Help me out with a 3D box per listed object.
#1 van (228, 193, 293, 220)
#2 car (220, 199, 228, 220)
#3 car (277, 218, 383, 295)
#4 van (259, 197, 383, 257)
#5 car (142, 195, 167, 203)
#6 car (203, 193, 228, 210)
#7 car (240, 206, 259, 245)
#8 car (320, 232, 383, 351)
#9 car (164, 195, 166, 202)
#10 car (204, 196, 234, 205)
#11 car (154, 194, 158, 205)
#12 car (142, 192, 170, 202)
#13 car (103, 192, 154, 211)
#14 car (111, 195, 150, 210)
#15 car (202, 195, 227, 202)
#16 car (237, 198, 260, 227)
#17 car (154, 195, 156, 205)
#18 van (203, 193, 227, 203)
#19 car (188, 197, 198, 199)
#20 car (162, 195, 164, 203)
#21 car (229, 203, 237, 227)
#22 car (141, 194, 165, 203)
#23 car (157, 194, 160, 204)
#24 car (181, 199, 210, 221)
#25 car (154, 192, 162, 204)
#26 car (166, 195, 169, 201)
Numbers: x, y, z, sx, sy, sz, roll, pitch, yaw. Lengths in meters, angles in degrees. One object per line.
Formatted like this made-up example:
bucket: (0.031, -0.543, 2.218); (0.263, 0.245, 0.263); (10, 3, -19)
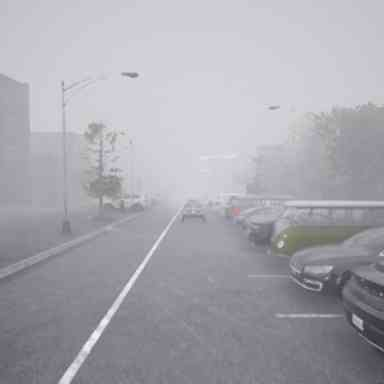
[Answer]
van: (4.766, 1.223, 21.233); (4.442, 1.987, 1.878); (0, 0, 0)
car: (4.677, 1.474, 24.029); (4.792, 1.488, 2.163); (0, 0, 0)
car: (4.655, 1.470, 7.265); (4.892, 1.521, 2.231); (0, 0, 0)
van: (4.533, 1.239, 10.058); (4.442, 1.987, 1.878); (0, 0, 0)
car: (-7.687, 1.352, 68.323); (5.008, 1.535, 2.097); (0, 1, 0)
car: (4.621, 1.156, 49.169); (5.566, 2.045, 2.435); (0, 0, 0)
car: (4.644, 1.460, 12.977); (5.008, 1.535, 2.097); (0, 0, 0)
car: (4.643, 1.474, 4.471); (4.892, 1.521, 2.231); (0, 0, 0)
car: (-7.866, 1.389, 59.612); (5.366, 1.575, 1.946); (0, 0, 0)
car: (4.642, 1.396, 57.675); (4.892, 1.521, 2.231); (0, 0, 0)
car: (-7.678, 1.449, 47.859); (4.674, 1.452, 2.002); (0, 0, 0)
car: (-7.653, 1.049, 71.264); (5.566, 2.045, 2.435); (0, 1, 0)
car: (-7.709, 1.171, 39.045); (5.566, 2.045, 2.435); (0, 0, 0)
car: (-7.650, 1.292, 41.858); (4.553, 1.767, 2.185); (0, 0, 0)
car: (4.642, 1.346, 68.738); (4.892, 1.521, 2.231); (0, 1, 0)
car: (4.680, 1.331, 15.647); (4.553, 1.767, 2.185); (0, 0, 0)
car: (-7.678, 1.454, 44.796); (4.674, 1.452, 2.002); (0, 0, 0)
van: (4.532, 1.151, 65.928); (4.442, 1.987, 1.878); (0, 1, 0)
car: (0.099, 1.441, 42.940); (1.837, 1.490, 4.892); (0, 0, 0)
car: (-7.687, 1.397, 56.549); (4.892, 1.521, 2.231); (0, 0, 0)
car: (4.647, 1.493, 18.440); (4.674, 1.452, 2.002); (0, 0, 0)
car: (-7.651, 1.253, 65.493); (4.553, 1.767, 2.185); (0, 0, 0)
car: (-7.710, 1.434, 50.798); (4.792, 1.488, 2.163); (0, 0, 0)
car: (0.101, 1.508, 26.403); (2.033, 1.411, 5.357); (0, 0, 0)
car: (-7.712, 1.275, 53.736); (4.553, 1.767, 2.185); (0, 0, 0)
car: (-7.496, 1.384, 62.551); (5.366, 1.575, 1.946); (0, 0, 0)
